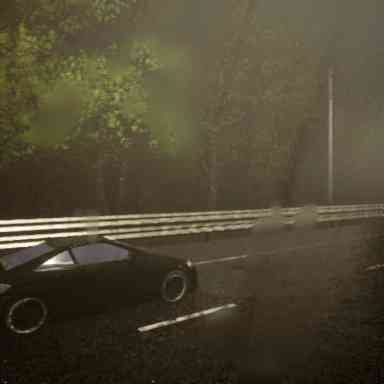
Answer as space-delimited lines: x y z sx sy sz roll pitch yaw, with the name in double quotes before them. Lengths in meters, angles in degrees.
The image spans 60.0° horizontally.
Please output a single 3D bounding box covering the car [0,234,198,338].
"car" -1.932 1.566 6.682 4.181 1.385 1.994 0 0 -36
